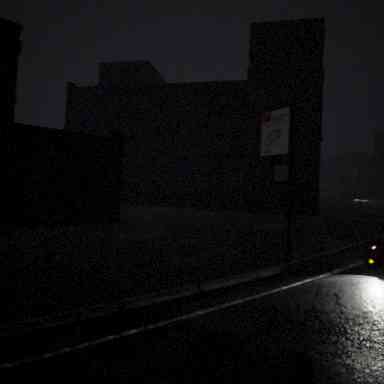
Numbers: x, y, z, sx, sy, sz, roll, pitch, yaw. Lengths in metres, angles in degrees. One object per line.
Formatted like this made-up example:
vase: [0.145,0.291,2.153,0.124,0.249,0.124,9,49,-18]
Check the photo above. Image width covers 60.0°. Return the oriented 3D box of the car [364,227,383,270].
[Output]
car: [6.678,1.504,9.668,4.181,1.385,1.994,-1,1,-44]

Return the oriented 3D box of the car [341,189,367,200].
car: [22.904,0.295,47.105,1.994,1.385,4.181,3,3,-2]
